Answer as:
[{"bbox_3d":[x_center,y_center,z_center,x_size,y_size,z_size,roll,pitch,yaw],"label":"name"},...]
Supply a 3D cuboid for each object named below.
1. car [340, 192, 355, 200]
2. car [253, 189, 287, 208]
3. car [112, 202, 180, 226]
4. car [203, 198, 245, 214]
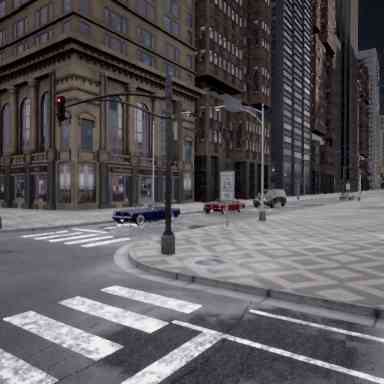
[{"bbox_3d":[27.115,0.682,58.122,2.033,1.411,5.357,0,1,33],"label":"car"},{"bbox_3d":[9.063,0.695,38.299,2.150,2.045,5.566,0,1,36],"label":"car"},{"bbox_3d":[-2.877,1.350,21.557,1.895,1.301,4.718,0,1,36],"label":"car"},{"bbox_3d":[2.924,1.216,29.691,1.895,1.301,4.718,0,1,35],"label":"car"}]
